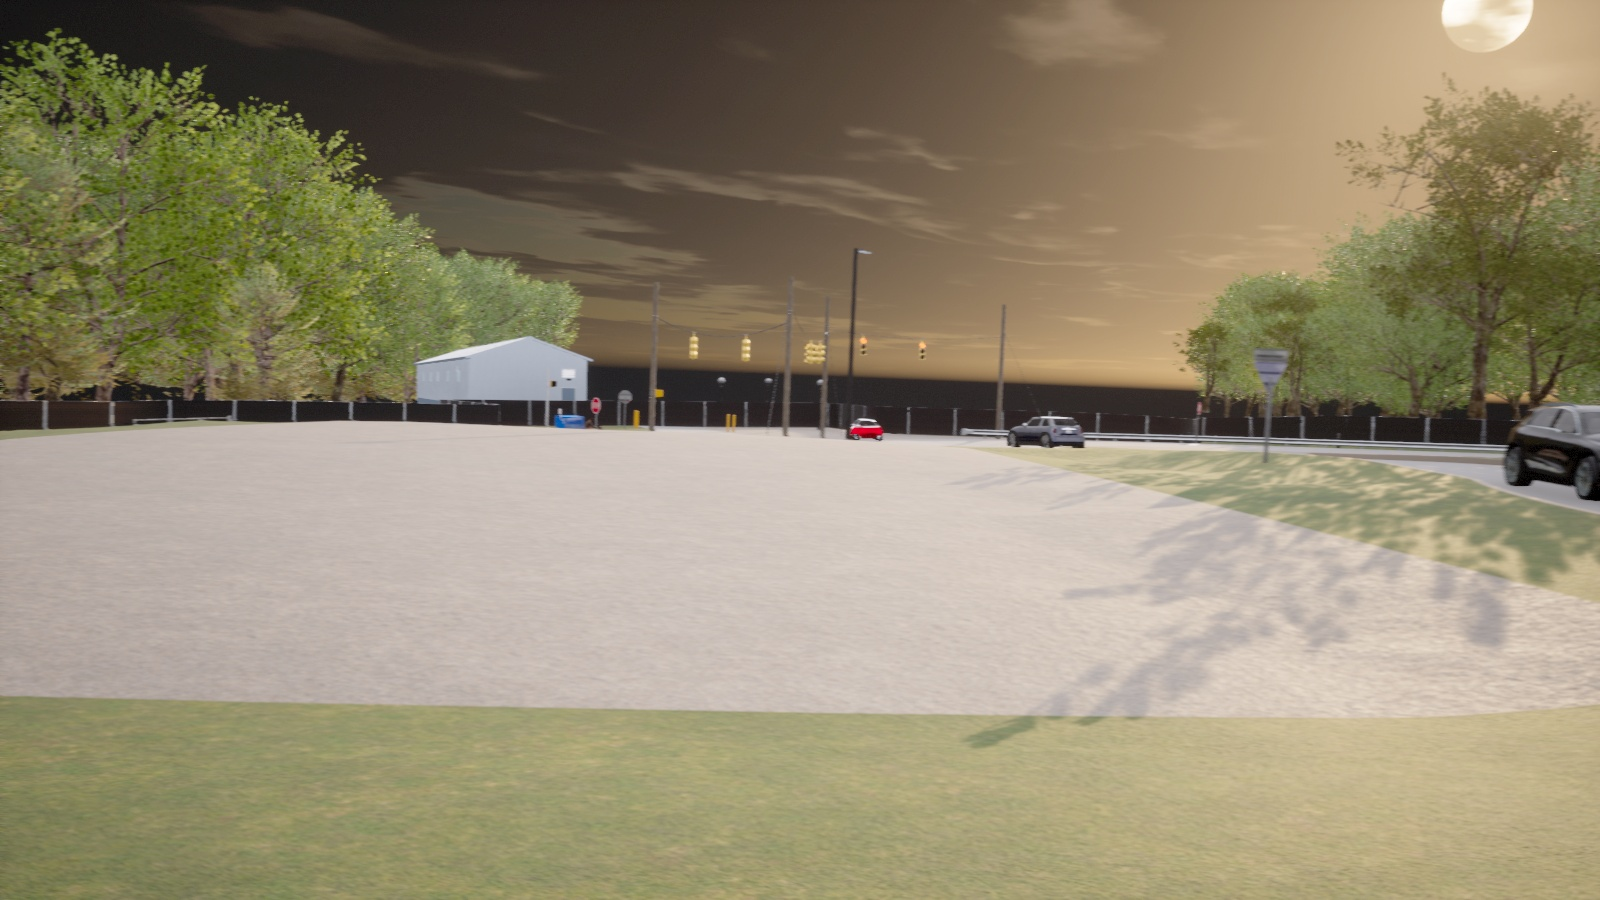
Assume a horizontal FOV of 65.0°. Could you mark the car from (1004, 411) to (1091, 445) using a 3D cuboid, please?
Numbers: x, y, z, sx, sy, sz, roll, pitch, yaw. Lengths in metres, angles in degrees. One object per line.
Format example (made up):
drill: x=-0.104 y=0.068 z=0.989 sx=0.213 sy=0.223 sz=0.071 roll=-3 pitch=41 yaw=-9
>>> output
car: x=10.948 y=-0.981 z=55.709 sx=1.970 sy=1.475 sz=3.806 roll=0 pitch=1 yaw=-23

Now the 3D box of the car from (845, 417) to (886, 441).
car: x=4.010 y=-1.310 z=76.775 sx=2.207 sy=1.376 sz=1.481 roll=-1 pitch=3 yaw=-10

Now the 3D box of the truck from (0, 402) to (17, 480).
truck: x=-27.798 y=-0.269 z=39.159 sx=2.627 sy=2.467 sz=5.204 roll=3 pitch=3 yaw=22

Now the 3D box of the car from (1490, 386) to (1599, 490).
car: x=14.329 y=-0.259 z=22.256 sx=2.033 sy=1.649 sz=4.856 roll=2 pitch=3 yaw=8
